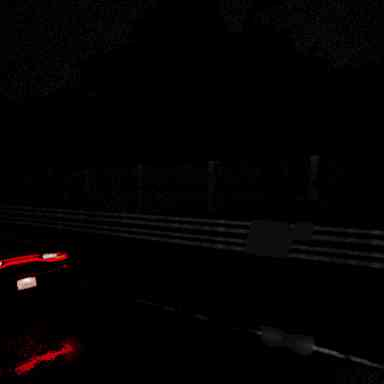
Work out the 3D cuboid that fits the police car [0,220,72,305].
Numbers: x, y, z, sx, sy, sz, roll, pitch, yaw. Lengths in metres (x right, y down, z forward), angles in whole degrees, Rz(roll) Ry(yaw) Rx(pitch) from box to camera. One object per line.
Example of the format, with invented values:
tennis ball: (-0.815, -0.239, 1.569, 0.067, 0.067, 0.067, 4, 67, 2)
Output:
police car: (-4.911, 1.430, 7.331, 4.974, 1.542, 2.038, 1, 0, 35)
